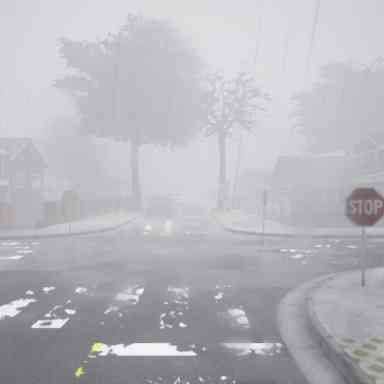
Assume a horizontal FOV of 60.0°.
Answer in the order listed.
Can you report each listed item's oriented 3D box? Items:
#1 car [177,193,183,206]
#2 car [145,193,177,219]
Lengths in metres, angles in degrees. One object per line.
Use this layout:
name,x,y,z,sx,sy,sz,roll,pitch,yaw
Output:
car,-2.724,1.148,54.536,2.150,2.045,5.566,0,0,0
car,-2.736,1.241,29.339,2.150,2.045,5.566,0,0,0
